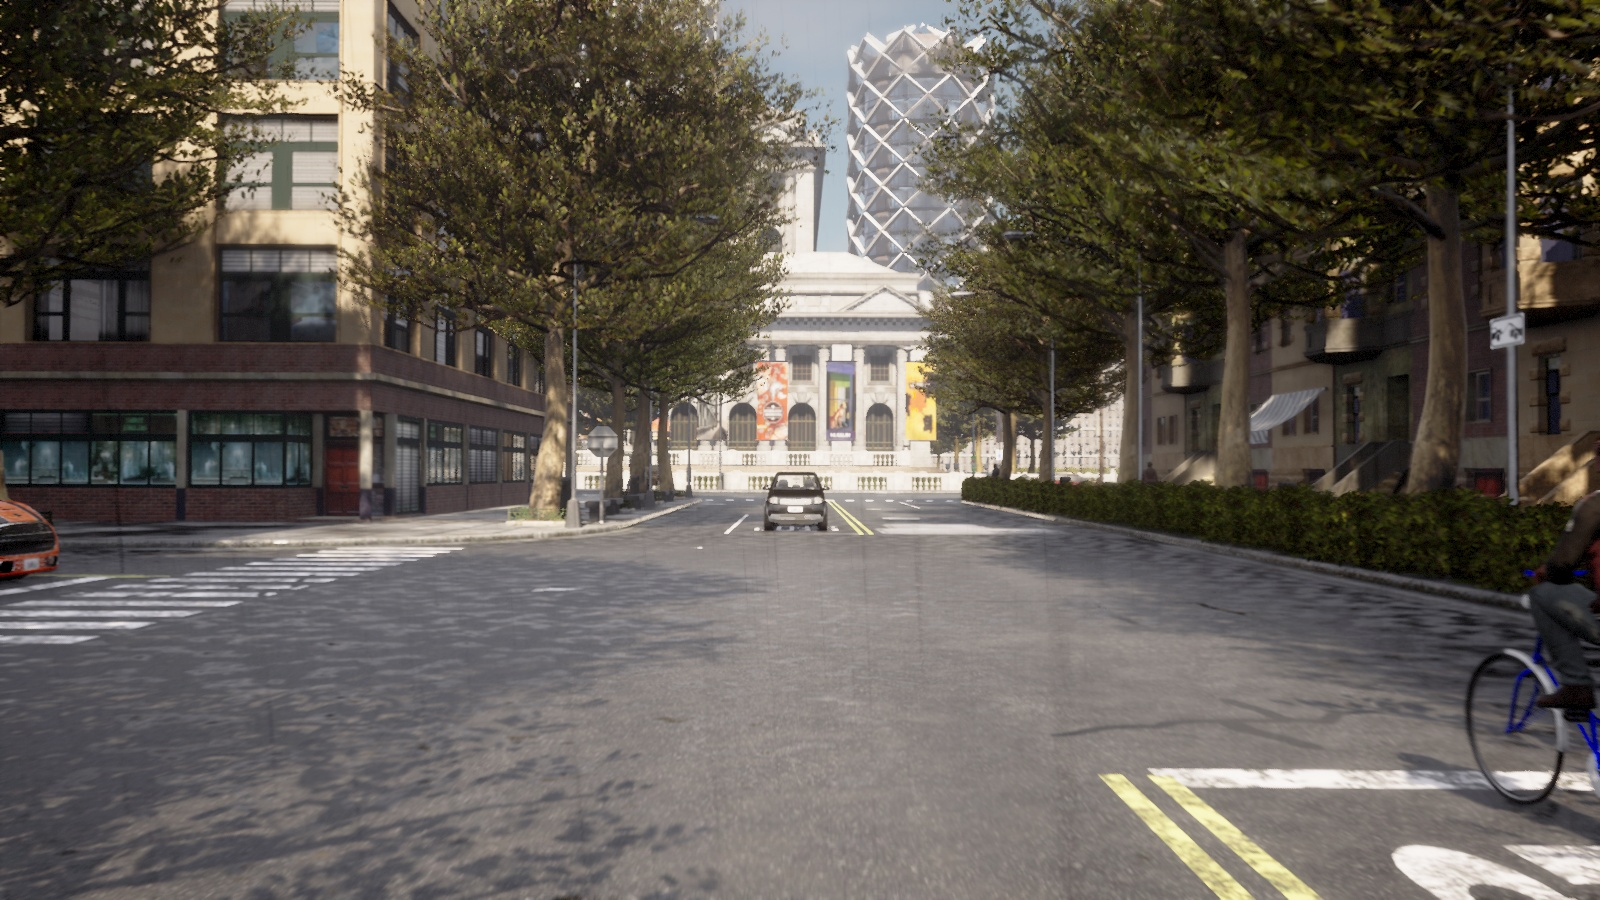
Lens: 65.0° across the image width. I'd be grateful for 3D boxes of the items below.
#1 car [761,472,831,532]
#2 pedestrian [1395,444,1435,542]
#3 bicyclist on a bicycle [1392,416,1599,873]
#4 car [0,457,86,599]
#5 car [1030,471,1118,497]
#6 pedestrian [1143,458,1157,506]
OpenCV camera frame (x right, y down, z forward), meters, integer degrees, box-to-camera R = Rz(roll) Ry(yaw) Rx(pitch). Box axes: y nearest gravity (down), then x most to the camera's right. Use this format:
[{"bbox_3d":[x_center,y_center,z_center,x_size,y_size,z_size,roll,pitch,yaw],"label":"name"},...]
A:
[{"bbox_3d":[-0.092,1.365,34.137,1.789,1.549,3.705,0,-1,0],"label":"car"},{"bbox_3d":[11.833,0.829,24.166,0.376,1.854,0.720,0,-1,-1],"label":"pedestrian"},{"bbox_3d":[3.406,0.764,5.501,0.659,1.776,1.843,0,-1,-3],"label":"bicyclist on a bicycle"},{"bbox_3d":[-12.272,0.999,16.512,4.553,1.767,2.097,0,-1,-1],"label":"car"},{"bbox_3d":[16.312,2.003,74.896,4.792,1.488,2.163,0,-1,-1],"label":"car"},{"bbox_3d":[13.357,1.220,47.886,0.331,1.846,0.634,0,-1,0],"label":"pedestrian"}]
